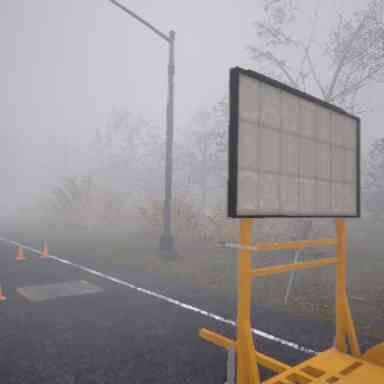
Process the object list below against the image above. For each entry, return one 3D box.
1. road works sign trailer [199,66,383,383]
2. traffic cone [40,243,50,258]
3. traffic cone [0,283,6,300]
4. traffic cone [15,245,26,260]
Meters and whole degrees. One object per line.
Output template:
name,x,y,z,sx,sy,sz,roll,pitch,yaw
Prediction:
road works sign trailer,1.077,0.684,3.751,2.380,3.560,2.880,4,-4,-40
traffic cone,-6.336,2.520,14.422,0.340,0.580,0.340,4,-4,-41
traffic cone,-4.648,2.247,7.936,0.340,0.580,0.340,4,-4,-41
traffic cone,-7.089,2.472,13.766,0.340,0.580,0.340,4,-4,-41
